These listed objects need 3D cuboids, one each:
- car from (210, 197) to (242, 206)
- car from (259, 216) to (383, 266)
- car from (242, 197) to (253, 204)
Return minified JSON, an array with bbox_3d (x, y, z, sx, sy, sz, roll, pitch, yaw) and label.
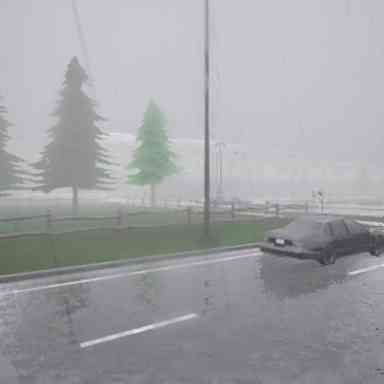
[{"bbox_3d":[5.174,1.518,54.782,2.033,1.411,5.357,0,0,-35],"label":"car"},{"bbox_3d":[4.722,1.539,11.485,5.357,1.411,2.033,0,0,-35],"label":"car"},{"bbox_3d":[8.043,1.515,56.787,2.033,1.411,5.357,0,0,-35],"label":"car"}]
